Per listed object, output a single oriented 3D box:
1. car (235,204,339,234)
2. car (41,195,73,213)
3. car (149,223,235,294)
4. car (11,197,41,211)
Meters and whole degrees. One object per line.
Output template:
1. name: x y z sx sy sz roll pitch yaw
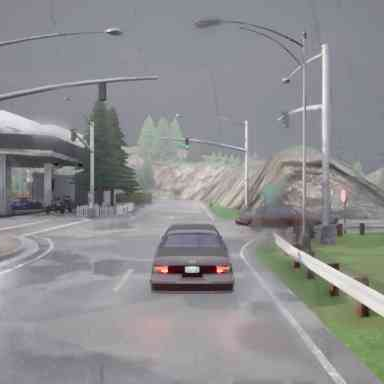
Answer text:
1. car: 5.040 1.385 17.986 5.357 1.411 2.033 -1 0 32
2. car: -14.519 1.312 36.524 1.905 1.878 3.866 0 0 -1
3. car: 0.003 1.547 8.940 2.033 1.411 5.357 0 0 0
4. car: -20.224 1.479 40.803 2.242 1.667 4.611 0 0 -1
